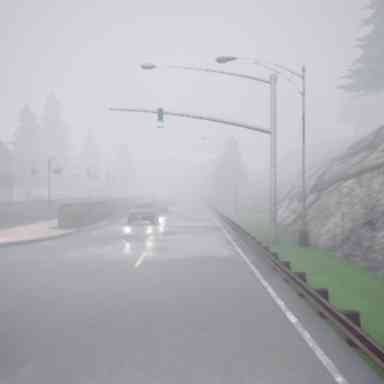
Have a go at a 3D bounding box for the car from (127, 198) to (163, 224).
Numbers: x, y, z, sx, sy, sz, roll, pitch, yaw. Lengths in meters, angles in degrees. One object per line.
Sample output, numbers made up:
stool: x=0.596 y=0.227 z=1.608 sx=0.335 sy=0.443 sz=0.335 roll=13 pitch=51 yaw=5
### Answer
car: x=-3.488 y=1.461 z=24.467 sx=1.837 sy=1.490 sz=4.892 roll=0 pitch=0 yaw=1

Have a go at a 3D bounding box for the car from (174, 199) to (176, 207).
car: x=-3.364 y=1.456 z=48.927 sx=2.033 sy=1.411 sz=5.357 roll=0 pitch=0 yaw=1

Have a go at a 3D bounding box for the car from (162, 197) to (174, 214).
car: x=-3.446 y=1.428 z=34.853 sx=2.128 sy=1.511 sz=4.902 roll=0 pitch=0 yaw=1
